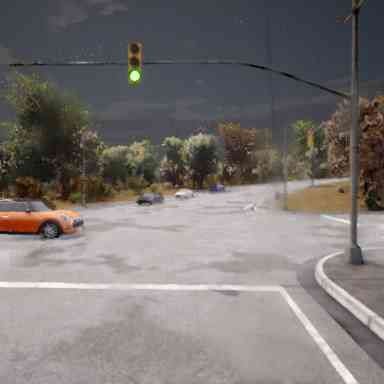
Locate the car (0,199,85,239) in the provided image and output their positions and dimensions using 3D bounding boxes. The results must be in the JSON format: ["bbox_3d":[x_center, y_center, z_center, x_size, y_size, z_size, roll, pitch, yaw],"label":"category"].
[{"bbox_3d":[-7.319,1.109,15.149,4.553,1.767,2.097,0,1,3],"label":"car"}]

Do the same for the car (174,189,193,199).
[{"bbox_3d":[-1.239,0.287,53.163,1.812,1.442,4.674,0,3,22],"label":"car"}]

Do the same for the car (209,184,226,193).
[{"bbox_3d":[5.110,-0.758,66.832,1.882,1.535,5.008,0,4,28],"label":"car"}]

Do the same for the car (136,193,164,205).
[{"bbox_3d":[-5.129,0.816,41.888,2.033,1.411,5.357,0,2,16],"label":"car"}]
